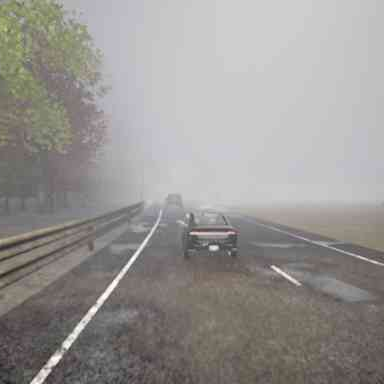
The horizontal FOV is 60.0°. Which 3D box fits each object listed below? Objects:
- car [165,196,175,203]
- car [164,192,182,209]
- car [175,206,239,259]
[{"bbox_3d":[-4.893,1.592,73.374,1.895,1.301,4.718,0,0,-5],"label":"car"},{"bbox_3d":[-2.525,1.230,46.535,2.150,2.045,5.566,0,0,-5],"label":"car"},{"bbox_3d":[0.462,1.502,12.633,2.128,1.511,4.902,0,0,-5],"label":"car"}]
